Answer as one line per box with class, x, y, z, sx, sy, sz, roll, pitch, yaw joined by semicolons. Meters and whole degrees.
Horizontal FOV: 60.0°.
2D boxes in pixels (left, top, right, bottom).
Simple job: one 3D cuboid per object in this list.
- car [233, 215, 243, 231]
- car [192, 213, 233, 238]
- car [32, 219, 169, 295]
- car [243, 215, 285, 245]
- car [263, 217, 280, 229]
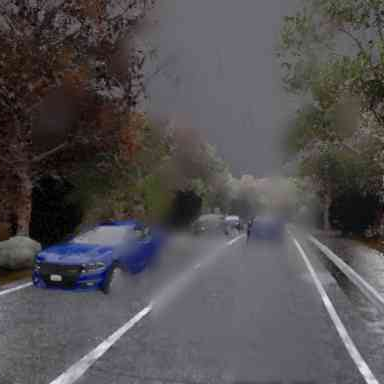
car;4.034;3.047;32.996;1.812;1.442;4.674;1;-4;15
car;1.342;2.231;22.582;1.837;1.490;4.892;1;-4;15
car;-2.153;1.567;9.263;1.882;1.535;5.008;1;-1;15
car;4.202;2.058;18.819;1.882;1.535;5.008;1;-3;14
car;10.459;4.036;43.629;1.994;1.385;4.181;1;-4;15
